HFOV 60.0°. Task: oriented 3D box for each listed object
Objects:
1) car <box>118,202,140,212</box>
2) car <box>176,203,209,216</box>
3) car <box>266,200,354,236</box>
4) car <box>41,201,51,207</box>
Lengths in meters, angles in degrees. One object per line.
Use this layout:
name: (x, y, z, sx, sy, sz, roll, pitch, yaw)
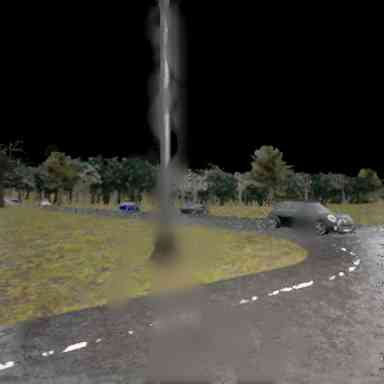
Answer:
car: (-10.124, 2.372, 53.034, 1.882, 1.535, 5.008, 2, -2, -36)
car: (0.051, 2.060, 38.839, 1.837, 1.490, 4.892, 2, -2, -36)
car: (6.321, 1.282, 18.085, 2.097, 1.767, 4.553, 2, -1, -36)
car: (-37.076, 3.017, 84.445, 1.812, 1.442, 4.674, 2, -2, -32)
